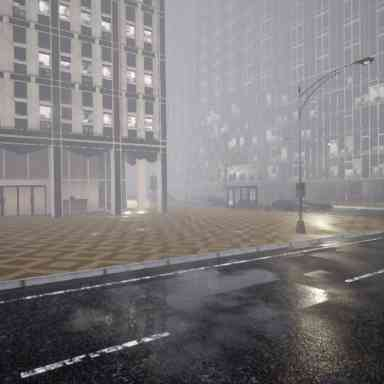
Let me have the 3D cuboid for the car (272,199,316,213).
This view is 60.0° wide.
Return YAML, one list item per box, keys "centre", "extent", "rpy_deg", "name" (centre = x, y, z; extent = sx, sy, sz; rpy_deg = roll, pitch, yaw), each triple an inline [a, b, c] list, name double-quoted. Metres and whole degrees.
- centre: [10.320, 1.424, 34.908]
  extent: [1.947, 1.339, 4.313]
  rpy_deg: [0, 1, -34]
  name: "car"

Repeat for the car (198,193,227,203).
- centre: [3.687, 1.219, 49.384]
  extent: [2.033, 1.411, 5.357]
  rpy_deg: [-1, 1, -34]
  name: "car"

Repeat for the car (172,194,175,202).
- centre: [-5.120, 0.943, 62.385]
  extent: [1.837, 1.490, 4.892]
  rpy_deg: [-1, 1, -34]
  name: "car"

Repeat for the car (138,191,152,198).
- centre: [-11.597, 0.686, 81.901]
  extent: [1.967, 1.590, 4.097]
  rpy_deg: [0, 1, -34]
  name: "car"

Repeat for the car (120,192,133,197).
- centre: [-18.027, 0.688, 91.275]
  extent: [2.008, 1.369, 4.403]
  rpy_deg: [0, 1, -34]
  name: "car"

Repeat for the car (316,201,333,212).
- centre: [12.776, 1.419, 36.119]
  extent: [1.895, 1.301, 4.718]
  rpy_deg: [-1, 1, -34]
  name: "car"

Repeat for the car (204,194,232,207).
- centre: [3.952, 1.319, 44.327]
  extent: [1.947, 1.339, 4.313]
  rpy_deg: [0, 1, -34]
  name: "car"

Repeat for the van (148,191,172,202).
- centre: [-5.647, 0.937, 58.413]
  extent: [1.690, 1.788, 3.998]
  rpy_deg: [0, 1, -34]
  name: "van"

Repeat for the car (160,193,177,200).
- centre: [-5.167, 0.936, 72.529]
  extent: [1.802, 1.307, 4.206]
  rpy_deg: [0, 1, -34]
  name: "car"

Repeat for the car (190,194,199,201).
- centre: [1.263, 1.043, 63.155]
  extent: [1.802, 1.307, 4.206]
  rpy_deg: [0, 1, -34]
  name: "car"

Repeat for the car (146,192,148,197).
- centre: [-8.382, 0.615, 77.213]
  extent: [2.192, 1.841, 5.009]
  rpy_deg: [0, 1, -34]
  name: "car"

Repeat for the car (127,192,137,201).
- centre: [-12.078, 1.039, 67.790]
  extent: [2.008, 1.369, 4.403]
  rpy_deg: [0, 1, -34]
  name: "car"

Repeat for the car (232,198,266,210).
- centre: [7.119, 1.388, 39.607]
  extent: [1.802, 1.307, 4.206]
  rpy_deg: [0, 1, -34]
  name: "car"
